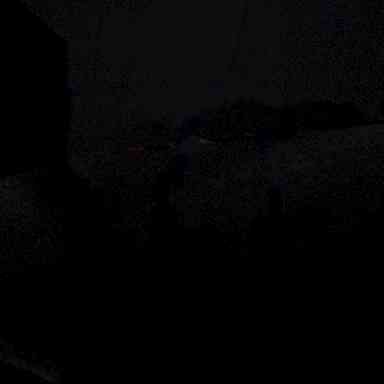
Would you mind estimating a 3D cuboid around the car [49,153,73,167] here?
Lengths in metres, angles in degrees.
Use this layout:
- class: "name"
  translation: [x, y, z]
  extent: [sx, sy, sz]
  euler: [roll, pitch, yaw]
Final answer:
- class: "car"
  translation: [-25.019, -6.027, 63.327]
  extent: [2.435, 2.045, 5.566]
  euler: [0, 1, -42]

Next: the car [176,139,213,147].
- class: "car"
  translation: [0.857, -4.787, 34.519]
  extent: [2.002, 1.452, 4.674]
  euler: [0, 1, -42]

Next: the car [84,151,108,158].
- class: "car"
  translation: [-13.982, -5.399, 51.038]
  extent: [2.231, 1.521, 4.892]
  euler: [0, 1, -42]

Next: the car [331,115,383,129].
- class: "car"
  translation: [11.836, -4.382, 22.296]
  extent: [2.231, 1.521, 4.892]
  euler: [0, 1, -42]

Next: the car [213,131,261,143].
- class: "car"
  translation: [4.530, -4.805, 30.431]
  extent: [2.185, 1.767, 4.553]
  euler: [0, 1, -42]

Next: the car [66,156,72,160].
- class: "car"
  translation: [-21.358, -5.617, 59.250]
  extent: [2.002, 1.452, 4.674]
  euler: [0, 1, -42]

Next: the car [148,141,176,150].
- class: "car"
  translation: [-2.931, -5.105, 38.737]
  extent: [2.185, 1.767, 4.553]
  euler: [0, 1, -42]

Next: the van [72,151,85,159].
- class: "van"
  translation: [-17.583, -5.754, 55.049]
  extent: [1.878, 1.987, 4.442]
  euler: [0, 1, -42]

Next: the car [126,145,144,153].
- class: "car"
  translation: [-6.619, -5.249, 42.843]
  extent: [2.185, 1.767, 4.553]
  euler: [0, 1, -42]
